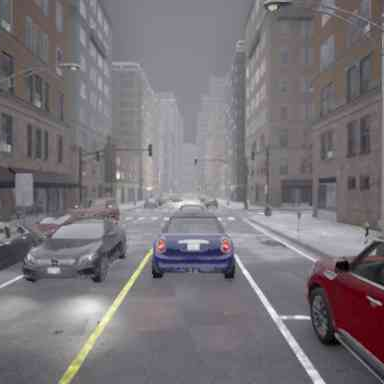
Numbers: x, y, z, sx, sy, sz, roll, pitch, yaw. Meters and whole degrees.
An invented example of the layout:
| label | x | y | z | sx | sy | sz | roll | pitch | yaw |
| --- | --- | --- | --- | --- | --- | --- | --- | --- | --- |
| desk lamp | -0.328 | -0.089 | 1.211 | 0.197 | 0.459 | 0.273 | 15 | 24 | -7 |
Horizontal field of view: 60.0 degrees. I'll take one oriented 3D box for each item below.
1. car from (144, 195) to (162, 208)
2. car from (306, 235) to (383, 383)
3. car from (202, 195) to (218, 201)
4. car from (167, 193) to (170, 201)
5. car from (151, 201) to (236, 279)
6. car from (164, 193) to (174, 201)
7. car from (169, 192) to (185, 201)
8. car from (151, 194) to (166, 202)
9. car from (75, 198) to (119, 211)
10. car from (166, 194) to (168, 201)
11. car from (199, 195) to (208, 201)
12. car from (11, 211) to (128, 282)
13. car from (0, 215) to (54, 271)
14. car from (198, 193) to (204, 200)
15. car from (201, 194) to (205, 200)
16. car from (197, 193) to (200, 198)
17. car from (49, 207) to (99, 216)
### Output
| label | x | y | z | sx | sy | sz | roll | pitch | yaw |
| --- | --- | --- | --- | --- | --- | --- | --- | --- | --- |
| car | -5.749 | 1.526 | 47.078 | 1.802 | 1.307 | 4.206 | -1 | 0 | 0 |
| car | 2.842 | 1.308 | 3.365 | 2.192 | 1.841 | 5.009 | -1 | 0 | 0 |
| car | 2.776 | 1.525 | 47.118 | 1.802 | 1.307 | 4.206 | -1 | 0 | 0 |
| car | -5.776 | 1.465 | 63.602 | 1.752 | 1.417 | 4.829 | -1 | 0 | 0 |
| car | 0.043 | 1.334 | 10.123 | 2.097 | 1.767 | 4.553 | 0 | 0 | 0 |
| car | -5.814 | 1.263 | 86.032 | 2.192 | 1.841 | 5.009 | -1 | 0 | 0 |
| car | -3.112 | 1.295 | 67.318 | 2.097 | 1.767 | 4.553 | 0 | 0 | 0 |
| car | -5.761 | 1.257 | 52.642 | 2.192 | 1.841 | 5.009 | -1 | 0 | 0 |
| car | -5.709 | 1.283 | 20.077 | 2.192 | 1.841 | 5.009 | -1 | 0 | 0 |
| car | -5.767 | 1.485 | 58.207 | 1.887 | 1.381 | 4.507 | -1 | 0 | 0 |
| car | 2.723 | 1.489 | 80.499 | 1.887 | 1.381 | 4.507 | -1 | 0 | 0 |
| car | -3.108 | 1.508 | 9.810 | 1.812 | 1.442 | 4.674 | 0 | 0 | 0 |
| car | -5.689 | 1.535 | 8.912 | 2.008 | 1.369 | 4.403 | -1 | 0 | 0 |
| car | 2.741 | 1.485 | 69.371 | 1.887 | 1.381 | 4.507 | -1 | 0 | 0 |
| car | 2.766 | 1.467 | 52.852 | 1.752 | 1.417 | 4.829 | -1 | 0 | 0 |
| car | 2.730 | 1.382 | 74.935 | 1.967 | 1.590 | 4.097 | -1 | 0 | 0 |
| car | -5.697 | 1.557 | 14.495 | 1.802 | 1.307 | 4.206 | -1 | 0 | 0 |
